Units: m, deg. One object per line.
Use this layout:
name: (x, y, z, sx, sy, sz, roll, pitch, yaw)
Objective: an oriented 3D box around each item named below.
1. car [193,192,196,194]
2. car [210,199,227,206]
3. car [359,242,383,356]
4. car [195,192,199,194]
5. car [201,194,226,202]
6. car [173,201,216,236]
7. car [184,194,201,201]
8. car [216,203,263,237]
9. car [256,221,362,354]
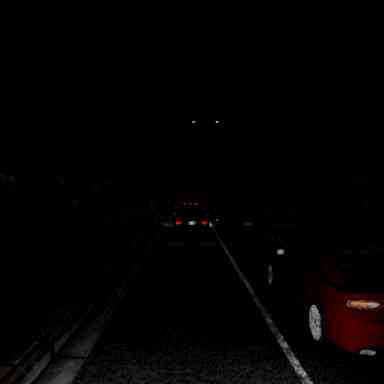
car: (1.948, 1.134, 93.941, 1.947, 1.339, 4.313, 1, 0, 0)
car: (2.493, 1.445, 22.767, 1.947, 1.339, 4.313, 2, 0, 0)
car: (2.666, 1.313, 0.541, 2.192, 1.841, 5.009, 2, 0, 0)
car: (2.157, 1.066, 67.194, 1.967, 1.590, 4.097, 2, 0, 0)
car: (2.417, 1.116, 33.872, 2.192, 1.841, 5.009, 2, 0, 0)
car: (-0.039, 1.460, 17.813, 2.033, 1.411, 5.357, 0, 0, 0)
car: (-0.190, 1.319, 38.236, 2.033, 1.411, 5.357, 0, 0, 0)
car: (2.535, 1.483, 17.211, 1.947, 1.339, 4.313, 2, 0, 0)
car: (2.619, 1.523, 6.099, 1.887, 1.381, 4.507, 2, 0, 0)
